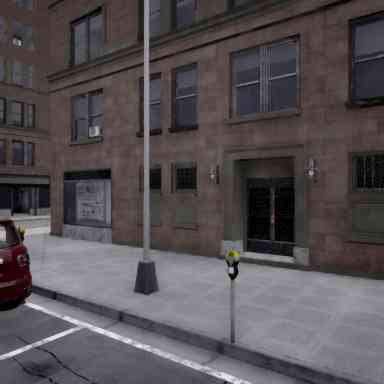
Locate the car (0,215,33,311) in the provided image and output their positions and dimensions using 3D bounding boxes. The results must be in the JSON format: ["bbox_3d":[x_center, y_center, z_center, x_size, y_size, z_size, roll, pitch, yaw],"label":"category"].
[{"bbox_3d":[-5.112,1.315,6.444,5.009,1.841,2.192,0,0,35],"label":"car"}]
